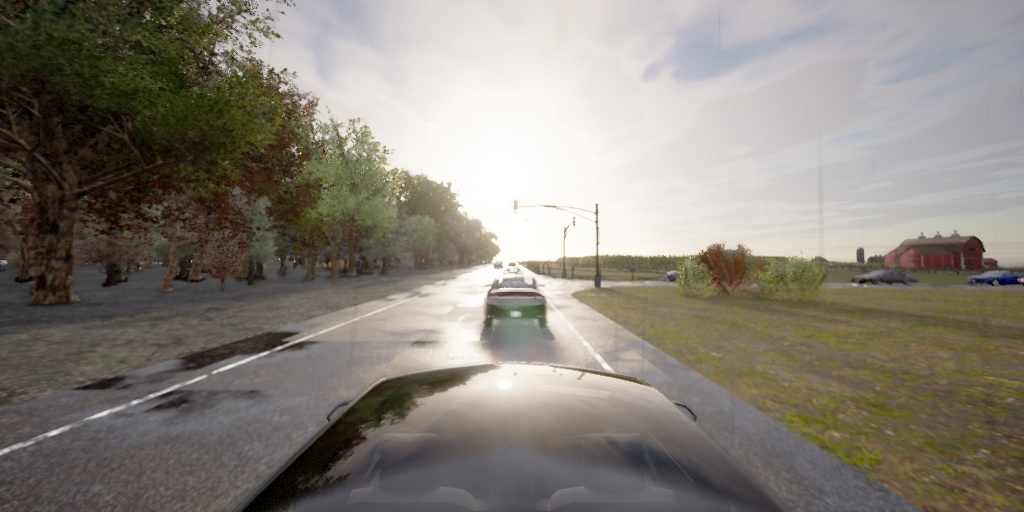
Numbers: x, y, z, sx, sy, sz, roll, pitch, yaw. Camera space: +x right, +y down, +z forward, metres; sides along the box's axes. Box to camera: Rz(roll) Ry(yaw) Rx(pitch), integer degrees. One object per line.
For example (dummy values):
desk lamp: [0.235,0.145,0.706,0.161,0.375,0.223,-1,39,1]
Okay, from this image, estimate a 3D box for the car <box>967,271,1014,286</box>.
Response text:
car: [48.538,2.227,35.690,5.008,1.535,1.882,0,-2,1]

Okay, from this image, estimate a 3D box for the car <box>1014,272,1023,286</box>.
car: [48.934,2.251,32.118,4.718,1.301,1.895,1,-2,1]

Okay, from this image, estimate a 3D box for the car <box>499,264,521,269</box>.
car: [0.125,1.658,31.002,2.033,1.411,5.357,0,-1,0]

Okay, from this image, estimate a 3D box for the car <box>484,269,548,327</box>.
car: [0.109,1.369,12.035,2.128,1.511,4.902,0,-1,0]

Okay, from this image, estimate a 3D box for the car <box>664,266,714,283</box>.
car: [17.765,1.768,35.953,4.553,1.767,2.097,1,-2,1]

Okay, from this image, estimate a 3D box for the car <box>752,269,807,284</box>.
car: [26.735,1.990,35.860,5.008,1.535,1.882,1,-2,0]

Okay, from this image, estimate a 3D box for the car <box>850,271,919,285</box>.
car: [37.175,2.174,35.799,5.357,1.411,2.033,1,-2,0]
